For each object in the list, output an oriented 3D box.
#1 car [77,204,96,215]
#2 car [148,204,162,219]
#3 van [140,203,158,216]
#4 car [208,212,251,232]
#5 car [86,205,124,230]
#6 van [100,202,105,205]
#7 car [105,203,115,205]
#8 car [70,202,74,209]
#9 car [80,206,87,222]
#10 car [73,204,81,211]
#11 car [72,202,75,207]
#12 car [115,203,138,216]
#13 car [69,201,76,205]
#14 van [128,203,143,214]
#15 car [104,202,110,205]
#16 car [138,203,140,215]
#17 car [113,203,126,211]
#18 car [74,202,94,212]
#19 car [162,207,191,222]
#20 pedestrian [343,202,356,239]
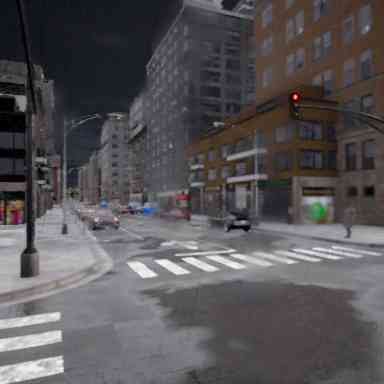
[{"bbox_3d":[-12.835,2.577,41.366,2.008,1.369,4.403,0,-1,-21],"label":"car"},{"bbox_3d":[-3.362,2.461,39.127,1.947,1.339,4.313,0,-1,-21],"label":"car"},{"bbox_3d":[-5.353,2.371,44.269,1.690,1.788,3.998,0,-1,-21],"label":"van"},{"bbox_3d":[2.608,2.063,23.714,1.947,1.339,4.313,0,-1,-21],"label":"car"},{"bbox_3d":[-6.866,2.065,25.957,1.967,1.590,4.097,0,-1,-21],"label":"car"},{"bbox_3d":[-23.261,3.614,90.505,1.690,1.788,3.998,0,-1,-21],"label":"van"},{"bbox_3d":[-13.425,3.017,57.808,1.895,1.301,4.718,0,-1,-21],"label":"car"},{"bbox_3d":[-24.773,3.399,72.189,1.887,1.381,4.507,0,-1,-21],"label":"car"},{"bbox_3d":[-10.845,2.473,36.228,1.802,1.307,4.206,0,-1,-21],"label":"car"},{"bbox_3d":[-26.763,3.575,77.326,1.802,1.307,4.206,0,-1,-21],"label":"car"},{"bbox_3d":[-20.794,3.128,61.914,2.008,1.369,4.403,0,-1,-21],"label":"car"},{"bbox_3d":[-9.608,2.660,48.094,1.837,1.490,4.892,0,-1,-21],"label":"car"},{"bbox_3d":[-30.743,3.814,87.602,1.887,1.381,4.507,0,-1,-21],"label":"car"},{"bbox_3d":[-9.333,2.645,54.543,1.690,1.788,3.998,0,-1,-21],"label":"van"},{"bbox_3d":[-19.281,3.437,80.228,1.967,1.590,4.097,0,-1,-21],"label":"car"},{"bbox_3d":[-7.341,2.717,49.401,2.008,1.369,4.403,0,-1,-21],"label":"car"},{"bbox_3d":[-15.301,3.160,69.953,1.967,1.590,4.097,0,-1,-21],"label":"car"},{"bbox_3d":[-16.815,2.740,51.642,1.967,1.590,4.097,0,-1,-21],"label":"car"},{"bbox_3d":[-1.372,2.343,33.990,1.802,1.307,4.206,0,-1,-21],"label":"car"},{"bbox_3d":[8.160,1.450,17.333,0.375,1.860,0.375,0,-1,-21],"label":"pedestrian"}]
